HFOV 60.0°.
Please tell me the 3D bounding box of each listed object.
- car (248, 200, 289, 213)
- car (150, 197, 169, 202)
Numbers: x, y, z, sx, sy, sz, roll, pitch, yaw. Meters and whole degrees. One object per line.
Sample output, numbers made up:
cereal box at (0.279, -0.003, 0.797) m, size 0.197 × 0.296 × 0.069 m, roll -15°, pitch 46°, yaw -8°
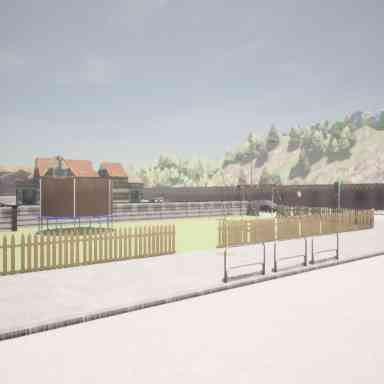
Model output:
car at (7.937, 1.547, 36.235) m, size 2.033 × 1.411 × 5.357 m, roll 0°, pitch 0°, yaw -35°
car at (-5.255, 1.565, 54.931) m, size 1.994 × 1.385 × 4.181 m, roll 0°, pitch 0°, yaw -35°
